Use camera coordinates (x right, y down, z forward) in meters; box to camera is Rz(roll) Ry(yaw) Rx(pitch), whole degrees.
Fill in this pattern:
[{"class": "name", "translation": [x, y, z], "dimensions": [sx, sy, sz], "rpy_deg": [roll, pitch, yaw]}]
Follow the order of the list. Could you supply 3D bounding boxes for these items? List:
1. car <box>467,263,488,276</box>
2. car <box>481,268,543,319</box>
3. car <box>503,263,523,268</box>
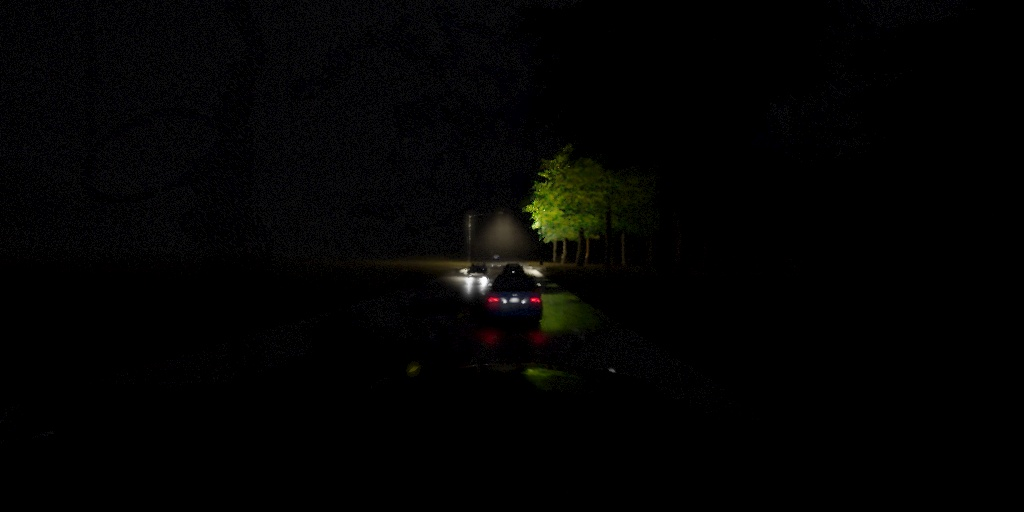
[{"class": "car", "translation": [-3.595, 1.380, 38.096], "dimensions": [1.895, 1.301, 4.718], "rpy_deg": [0, 0, 0]}, {"class": "car", "translation": [0.089, 1.337, 12.957], "dimensions": [2.033, 1.411, 5.357], "rpy_deg": [0, 0, 0]}, {"class": "car", "translation": [0.097, 1.360, 33.146], "dimensions": [1.994, 1.385, 4.181], "rpy_deg": [0, 0, 0]}]
